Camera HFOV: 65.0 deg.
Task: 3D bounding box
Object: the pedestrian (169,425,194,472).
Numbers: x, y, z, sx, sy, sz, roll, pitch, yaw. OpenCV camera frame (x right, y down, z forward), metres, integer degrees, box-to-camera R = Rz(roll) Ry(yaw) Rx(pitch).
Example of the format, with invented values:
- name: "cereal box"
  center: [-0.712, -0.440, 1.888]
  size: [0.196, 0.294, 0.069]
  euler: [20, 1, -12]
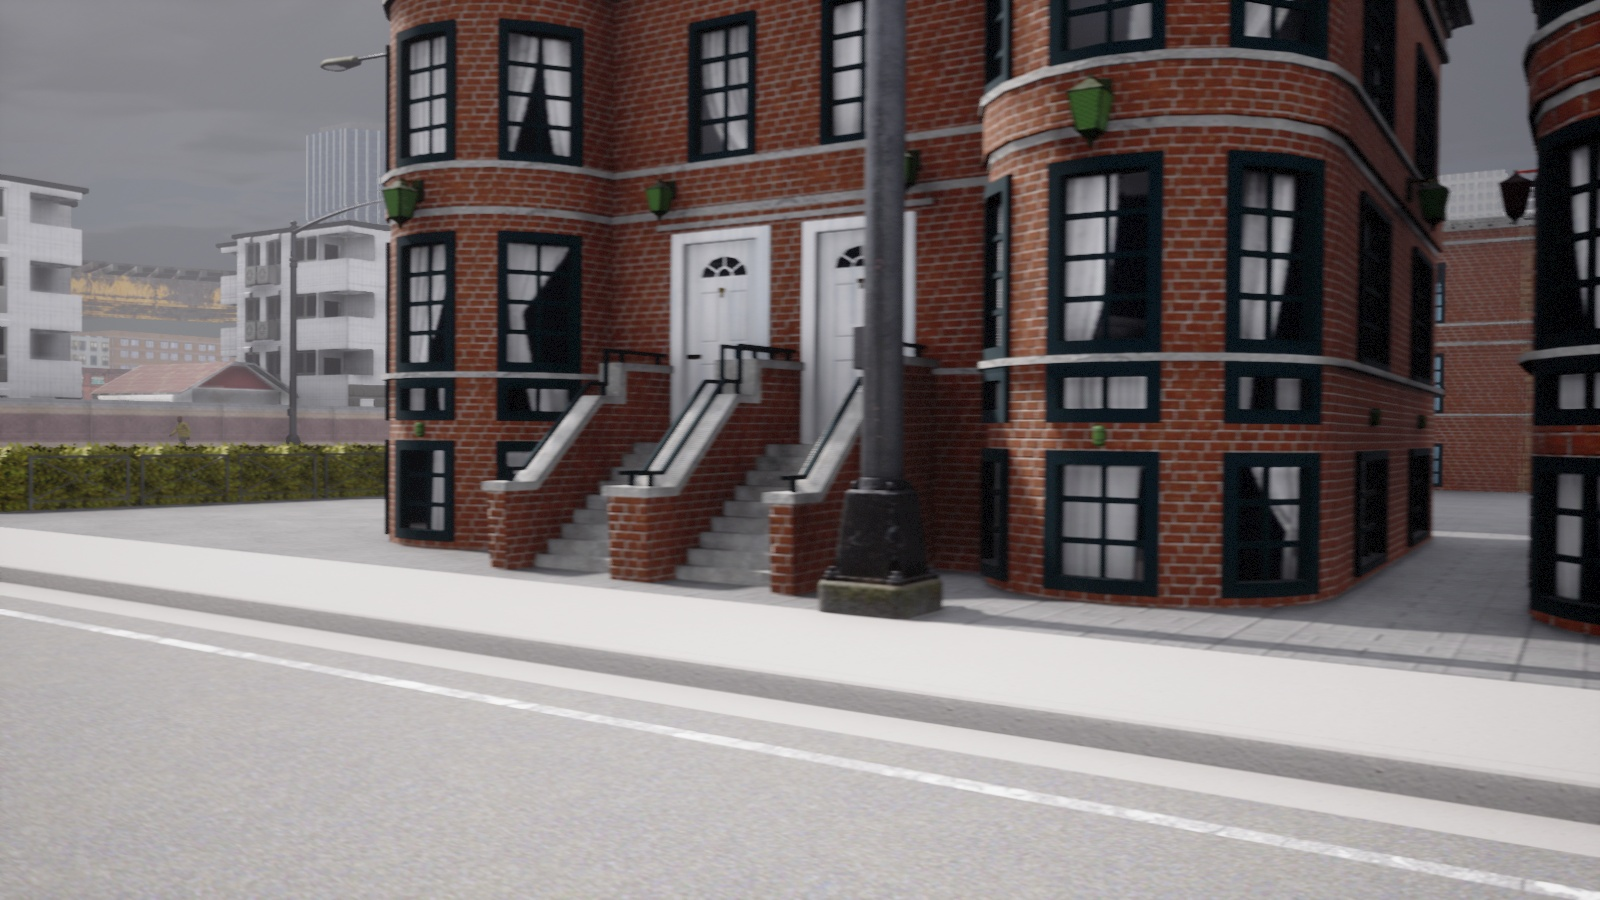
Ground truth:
- name: "pedestrian"
  center: [-24.000, -0.061, 48.734]
  size: [0.370, 1.835, 0.726]
  euler: [0, 1, 36]
